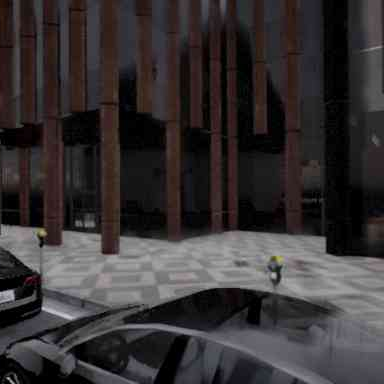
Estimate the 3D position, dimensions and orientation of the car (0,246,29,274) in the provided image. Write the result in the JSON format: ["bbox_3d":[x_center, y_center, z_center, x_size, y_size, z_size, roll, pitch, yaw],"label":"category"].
[{"bbox_3d":[-4.519,1.633,6.198,4.313,1.339,1.947,-1,0,36],"label":"car"}]

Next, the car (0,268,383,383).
[{"bbox_3d":[0.051,1.580,2.930,4.313,1.339,1.947,-1,0,36],"label":"car"}]
